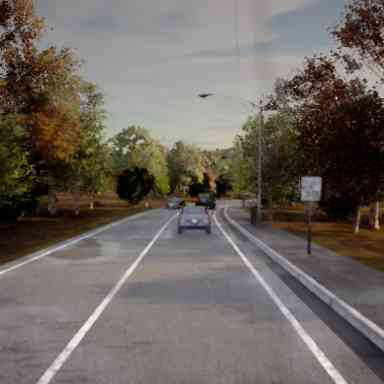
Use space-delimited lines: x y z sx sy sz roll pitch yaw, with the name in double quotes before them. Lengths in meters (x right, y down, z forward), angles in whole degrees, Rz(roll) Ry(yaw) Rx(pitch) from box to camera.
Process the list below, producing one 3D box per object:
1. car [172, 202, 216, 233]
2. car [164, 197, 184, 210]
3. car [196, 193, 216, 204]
"car" 0.130 1.506 19.281 2.033 1.411 5.357 0 0 0
"car" -2.105 1.387 41.356 2.128 1.511 4.902 1 0 8
"car" 1.863 1.160 43.199 2.150 2.045 5.566 1 0 9
